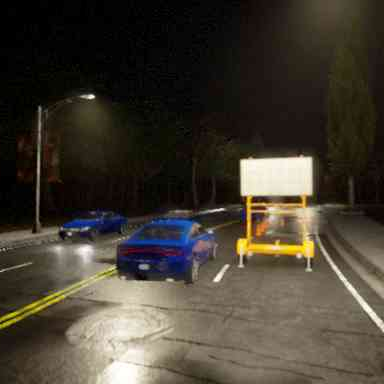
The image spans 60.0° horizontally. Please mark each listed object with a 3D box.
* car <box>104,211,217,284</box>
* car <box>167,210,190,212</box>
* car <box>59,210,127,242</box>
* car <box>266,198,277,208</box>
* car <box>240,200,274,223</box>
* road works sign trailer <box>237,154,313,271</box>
[{"bbox_3d":[-0.496,1.579,10.020,1.882,1.535,5.008,-1,-1,14],"label":"car"},{"bbox_3d":[-0.884,1.822,20.869,1.895,1.301,4.718,-1,-1,19],"label":"car"},{"bbox_3d":[-5.165,1.756,18.129,1.812,1.442,4.674,-1,-1,17],"label":"car"},{"bbox_3d":[14.238,1.913,60.447,2.097,1.767,4.553,-1,-1,22],"label":"car"},{"bbox_3d":[5.314,1.713,27.725,1.882,1.535,5.008,-1,-1,21],"label":"car"},{"bbox_3d":[2.891,0.552,11.423,2.380,3.560,2.880,-1,-1,18],"label":"road works sign trailer"}]
